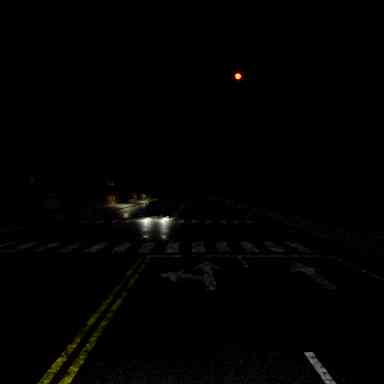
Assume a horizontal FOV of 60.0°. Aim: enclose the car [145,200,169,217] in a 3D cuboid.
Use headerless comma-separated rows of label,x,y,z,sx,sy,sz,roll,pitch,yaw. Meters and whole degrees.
car,-3.211,1.519,30.943,1.882,1.535,5.008,0,1,0
